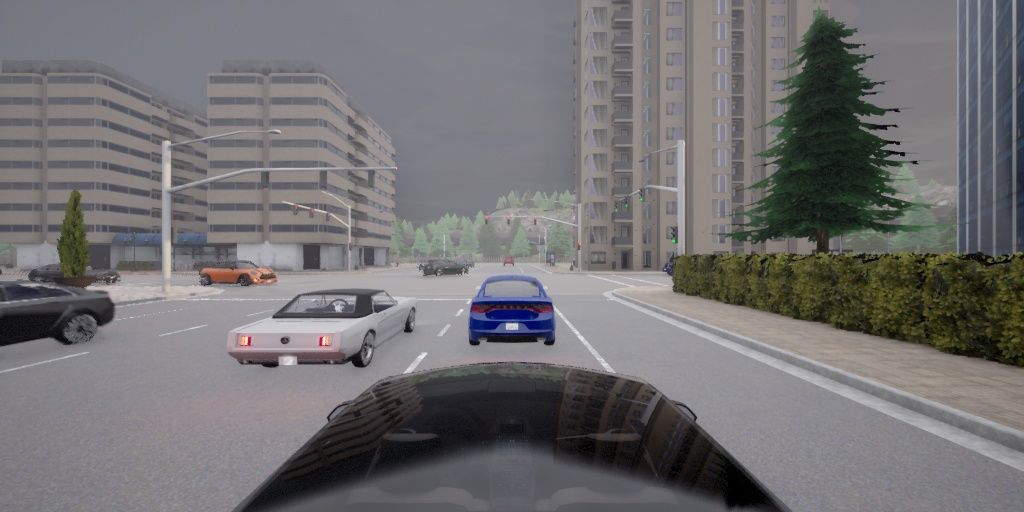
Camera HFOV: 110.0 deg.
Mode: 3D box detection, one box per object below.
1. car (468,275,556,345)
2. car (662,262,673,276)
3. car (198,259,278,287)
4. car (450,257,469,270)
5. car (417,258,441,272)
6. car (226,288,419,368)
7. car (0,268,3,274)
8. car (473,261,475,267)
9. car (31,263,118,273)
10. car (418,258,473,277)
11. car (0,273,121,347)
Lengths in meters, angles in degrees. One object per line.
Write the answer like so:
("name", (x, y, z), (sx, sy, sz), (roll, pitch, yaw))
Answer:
("car", (-0.004, 1.228, 9.495), (1.882, 1.535, 5.008), (0, 0, 0))
("car", (17.892, 0.971, 35.442), (5.566, 2.045, 2.150), (0, 0, 0))
("car", (-18.283, 1.101, 24.133), (4.553, 1.767, 2.097), (0, 0, 10))
("car", (-7.547, 1.102, 52.124), (2.097, 1.767, 4.553), (0, 0, 0))
("car", (-11.012, 1.102, 47.905), (2.097, 1.767, 4.553), (0, 0, 0))
("car", (-3.496, 1.351, 7.829), (1.895, 1.301, 4.718), (0, 0, 0))
("car", (-53.615, 1.314, 35.521), (4.181, 1.385, 1.994), (0, 0, 0))
("car", (-7.610, 1.297, 62.565), (2.033, 1.411, 5.357), (0, 0, 1))
("car", (-30.099, 1.254, 24.794), (4.892, 1.490, 1.837), (0, 0, 0))
("car", (-6.515, 1.102, 35.431), (2.097, 1.767, 4.553), (0, 0, 40))
("car", (-10.623, 1.241, 6.697), (2.128, 1.511, 4.902), (0, 0, 0))
